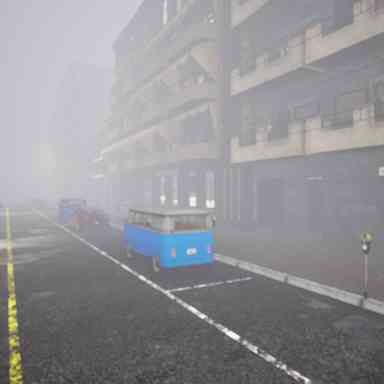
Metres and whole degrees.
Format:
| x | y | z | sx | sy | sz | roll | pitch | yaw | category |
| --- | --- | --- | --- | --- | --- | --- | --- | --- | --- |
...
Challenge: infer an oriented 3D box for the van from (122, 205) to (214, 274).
| x | y | z | sx | sy | sz | roll | pitch | yaw | category |
| --- | --- | --- | --- | --- | --- | --- | --- | --- | --- |
| -0.913 | 1.340 | 10.441 | 1.690 | 1.788 | 3.998 | 0 | 0 | -29 | van |

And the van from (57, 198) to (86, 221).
| x | y | z | sx | sy | sz | roll | pitch | yaw | category |
| --- | --- | --- | --- | --- | --- | --- | --- | --- | --- |
| -8.978 | 1.346 | 24.913 | 1.690 | 1.788 | 3.998 | 0 | 0 | -29 | van |

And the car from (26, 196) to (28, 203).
| x | y | z | sx | sy | sz | roll | pitch | yaw | category |
| --- | --- | --- | --- | --- | --- | --- | --- | --- | --- |
| -27.881 | 1.562 | 58.832 | 1.752 | 1.417 | 4.829 | 0 | 0 | -29 | car |

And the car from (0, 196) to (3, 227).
| x | y | z | sx | sy | sz | roll | pitch | yaw | category |
| --- | --- | --- | --- | --- | --- | --- | --- | --- | --- |
| -12.047 | 1.225 | 18.737 | 2.150 | 2.045 | 5.566 | 0 | 0 | -29 | car |

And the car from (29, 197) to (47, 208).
| x | y | z | sx | sy | sz | roll | pitch | yaw | category |
| --- | --- | --- | --- | --- | --- | --- | --- | --- | --- |
| -22.420 | 1.589 | 49.036 | 1.947 | 1.339 | 4.313 | 0 | 0 | -29 | car |

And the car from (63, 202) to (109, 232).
| x | y | z | sx | sy | sz | roll | pitch | yaw | category |
| --- | --- | --- | --- | --- | --- | --- | --- | --- | --- |
| -6.289 | 1.547 | 20.089 | 1.887 | 1.381 | 4.507 | 0 | 0 | -29 | car |

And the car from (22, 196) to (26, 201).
| x | y | z | sx | sy | sz | roll | pitch | yaw | category |
| --- | --- | --- | --- | --- | --- | --- | --- | --- | --- |
| -33.175 | 1.597 | 68.333 | 1.887 | 1.381 | 4.507 | 0 | 0 | -29 | car |

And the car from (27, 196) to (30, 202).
| x | y | z | sx | sy | sz | roll | pitch | yaw | category |
| --- | --- | --- | --- | --- | --- | --- | --- | --- | --- |
| -25.191 | 1.555 | 54.008 | 1.752 | 1.417 | 4.829 | 0 | 0 | -29 | car |

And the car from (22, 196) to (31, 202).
| x | y | z | sx | sy | sz | roll | pitch | yaw | category |
| --- | --- | --- | --- | --- | --- | --- | --- | --- | --- |
| -41.241 | 1.624 | 82.805 | 1.887 | 1.381 | 4.507 | 0 | 0 | -29 | car |
